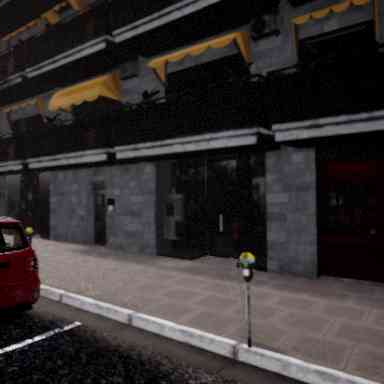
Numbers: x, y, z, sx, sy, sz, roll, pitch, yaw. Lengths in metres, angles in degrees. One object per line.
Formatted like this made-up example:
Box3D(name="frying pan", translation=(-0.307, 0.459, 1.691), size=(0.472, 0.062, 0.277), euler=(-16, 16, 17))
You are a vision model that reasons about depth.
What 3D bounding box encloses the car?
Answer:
Box3D(name="car", translation=(-4.858, 1.315, 6.202), size=(5.009, 1.841, 2.192), euler=(0, -1, 35))
